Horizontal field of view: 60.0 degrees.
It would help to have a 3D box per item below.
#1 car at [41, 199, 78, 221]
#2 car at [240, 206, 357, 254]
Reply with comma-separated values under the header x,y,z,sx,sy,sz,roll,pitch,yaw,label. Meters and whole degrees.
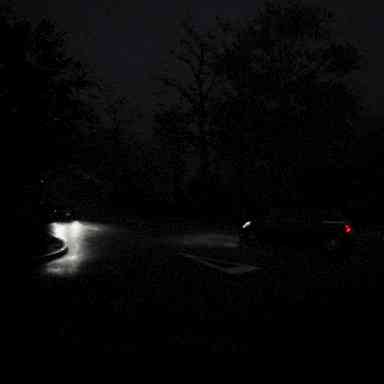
x,y,z,sx,sy,sz,roll,pitch,yaw,label
-10.429,1.302,26.032,2.128,1.511,4.902,-3,3,-36,car
4.348,1.418,13.926,4.553,1.767,2.097,0,0,29,car
